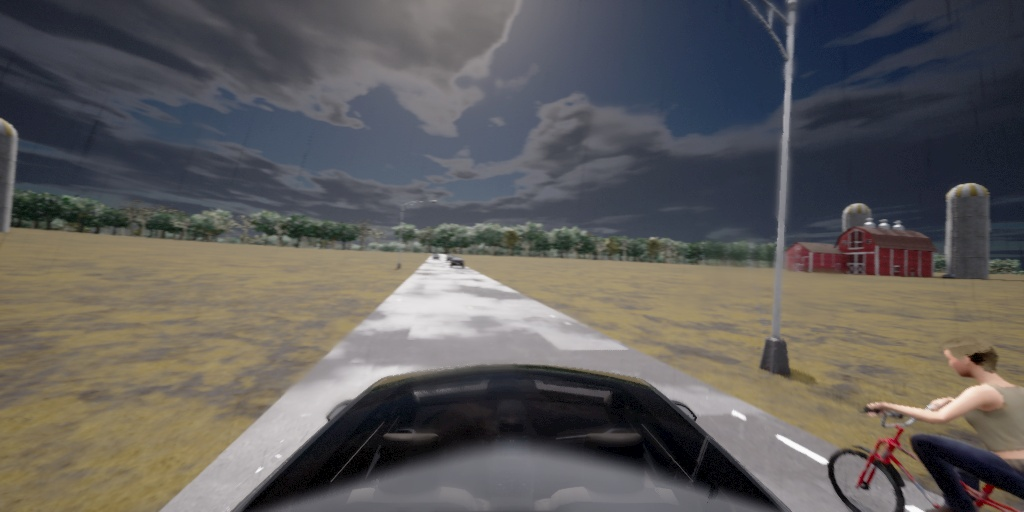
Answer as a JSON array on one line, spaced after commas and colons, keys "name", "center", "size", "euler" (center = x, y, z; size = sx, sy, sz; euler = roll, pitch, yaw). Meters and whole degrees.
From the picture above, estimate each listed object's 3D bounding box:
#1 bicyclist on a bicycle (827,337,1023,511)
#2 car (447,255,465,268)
[{"name": "bicyclist on a bicycle", "center": [2.991, 1.341, 2.461], "size": [0.866, 1.612, 1.509], "euler": [3, 0, -12]}, {"name": "car", "center": [-7.646, 0.832, 49.739], "size": [1.882, 1.535, 5.008], "euler": [3, 1, -12]}]
